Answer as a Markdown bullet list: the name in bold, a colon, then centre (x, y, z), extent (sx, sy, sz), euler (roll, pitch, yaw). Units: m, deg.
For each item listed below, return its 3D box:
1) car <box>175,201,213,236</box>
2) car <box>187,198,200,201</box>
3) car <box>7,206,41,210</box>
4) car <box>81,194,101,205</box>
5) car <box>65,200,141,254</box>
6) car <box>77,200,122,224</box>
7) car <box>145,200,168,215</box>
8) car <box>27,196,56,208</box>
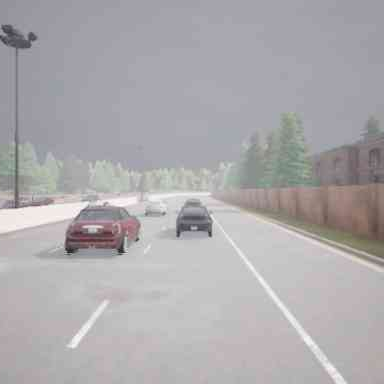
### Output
- **car**: centre (0.108, 1.473, 18.324), extent (1.837, 1.490, 4.892), euler (0, 0, 0)
- **car**: centre (0.113, 1.442, 36.352), extent (1.837, 1.490, 4.892), euler (0, 0, 0)
- **car**: centre (-14.074, 1.503, 25.813), extent (2.033, 1.411, 5.357), euler (0, 0, 0)
- **car**: centre (-17.475, 1.253, 57.800), extent (2.097, 1.767, 4.553), euler (0, 0, 0)
- **car**: centre (-3.393, 1.329, 13.498), extent (2.097, 1.767, 4.553), euler (0, 0, 0)
- **car**: centre (-6.889, 1.448, 25.359), extent (2.128, 1.511, 4.902), euler (0, 0, 0)
- **car**: centre (-3.399, 1.470, 32.381), extent (1.812, 1.442, 4.674), euler (0, 0, 0)
- **car**: centre (-21.023, 1.397, 46.720), extent (1.882, 1.535, 5.008), euler (0, 0, 1)
